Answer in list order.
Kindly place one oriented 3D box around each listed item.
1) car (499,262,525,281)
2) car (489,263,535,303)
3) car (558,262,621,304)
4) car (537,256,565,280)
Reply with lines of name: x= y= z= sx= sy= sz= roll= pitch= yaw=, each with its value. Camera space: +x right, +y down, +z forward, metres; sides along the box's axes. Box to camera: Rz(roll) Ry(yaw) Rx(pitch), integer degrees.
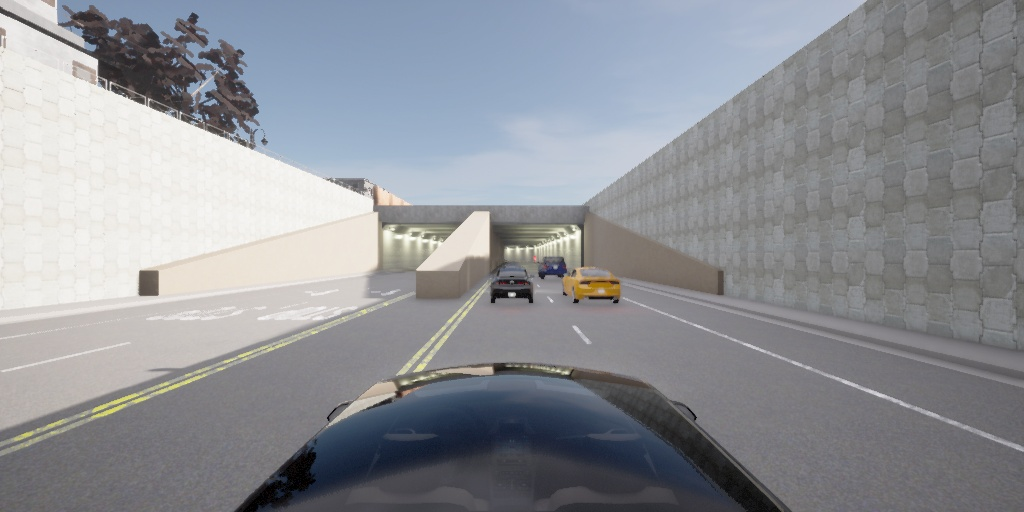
car: x=0.000 y=1.313 z=31.500 sx=2.033 sy=1.411 sz=5.357 roll=0 pitch=0 yaw=0
car: x=0.000 y=1.266 z=16.500 sx=1.837 sy=1.490 sz=4.892 roll=0 pitch=0 yaw=0
car: x=3.500 y=1.235 z=16.500 sx=1.882 sy=1.535 sz=5.008 roll=0 pitch=0 yaw=0
car: x=3.500 y=1.008 z=31.530 sx=2.150 sy=2.045 sz=5.566 roll=0 pitch=0 yaw=0
